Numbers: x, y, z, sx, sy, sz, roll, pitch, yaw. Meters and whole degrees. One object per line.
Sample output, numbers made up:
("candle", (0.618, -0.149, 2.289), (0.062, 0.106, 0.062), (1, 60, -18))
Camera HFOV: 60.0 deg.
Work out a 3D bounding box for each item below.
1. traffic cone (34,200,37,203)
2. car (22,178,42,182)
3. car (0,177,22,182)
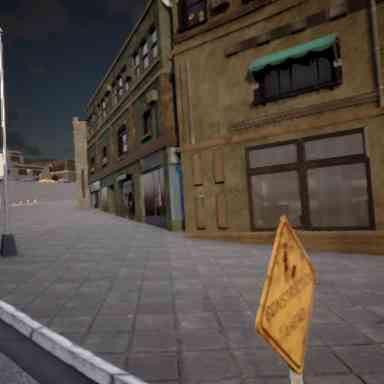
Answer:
("traffic cone", (-23.032, 1.287, 48.857), (0.340, 0.580, 0.340), (-7, -2, -6))
("car", (-41.916, -2.771, 85.286), (2.002, 1.452, 4.674), (-6, -3, 34))
("car", (-45.036, -2.809, 80.698), (2.231, 1.521, 4.892), (-6, -3, 35))
